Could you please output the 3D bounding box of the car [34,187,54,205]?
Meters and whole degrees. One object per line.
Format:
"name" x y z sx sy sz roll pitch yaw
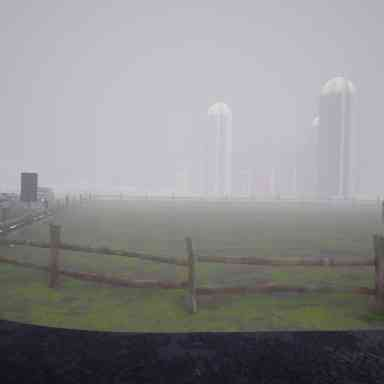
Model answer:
"car" -18.030 0.395 39.599 2.150 2.045 5.566 2 1 -9

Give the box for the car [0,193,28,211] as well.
"car" -16.195 0.826 29.146 2.128 1.511 4.902 2 1 -10
